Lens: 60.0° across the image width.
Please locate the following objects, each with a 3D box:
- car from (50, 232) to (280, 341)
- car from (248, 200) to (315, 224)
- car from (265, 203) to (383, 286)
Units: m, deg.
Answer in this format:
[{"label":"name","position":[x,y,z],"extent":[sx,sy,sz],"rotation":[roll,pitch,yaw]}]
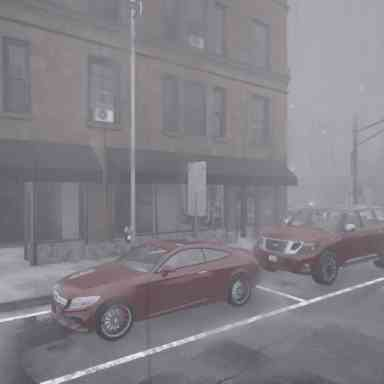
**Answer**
[{"label":"car","position":[-0.461,1.582,6.435],"extent":[4.206,1.307,1.802],"rotation":[0,0,-35]},{"label":"car","position":[6.844,1.487,25.904],"extent":[1.882,1.535,5.008],"rotation":[0,0,-35]},{"label":"car","position":[4.038,1.315,9.639],"extent":[5.009,1.841,2.192],"rotation":[0,0,-35]}]
